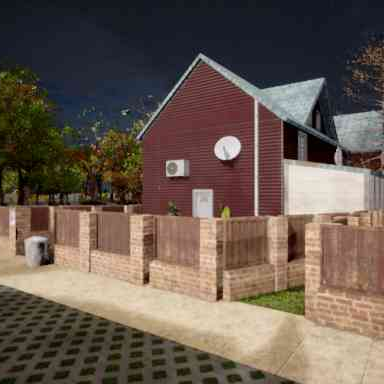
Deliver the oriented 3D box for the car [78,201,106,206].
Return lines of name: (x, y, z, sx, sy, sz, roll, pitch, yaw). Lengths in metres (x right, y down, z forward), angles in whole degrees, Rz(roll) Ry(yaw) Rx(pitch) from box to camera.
car: (-9.948, 1.599, 31.874, 1.812, 1.442, 4.674, 0, 0, 35)
